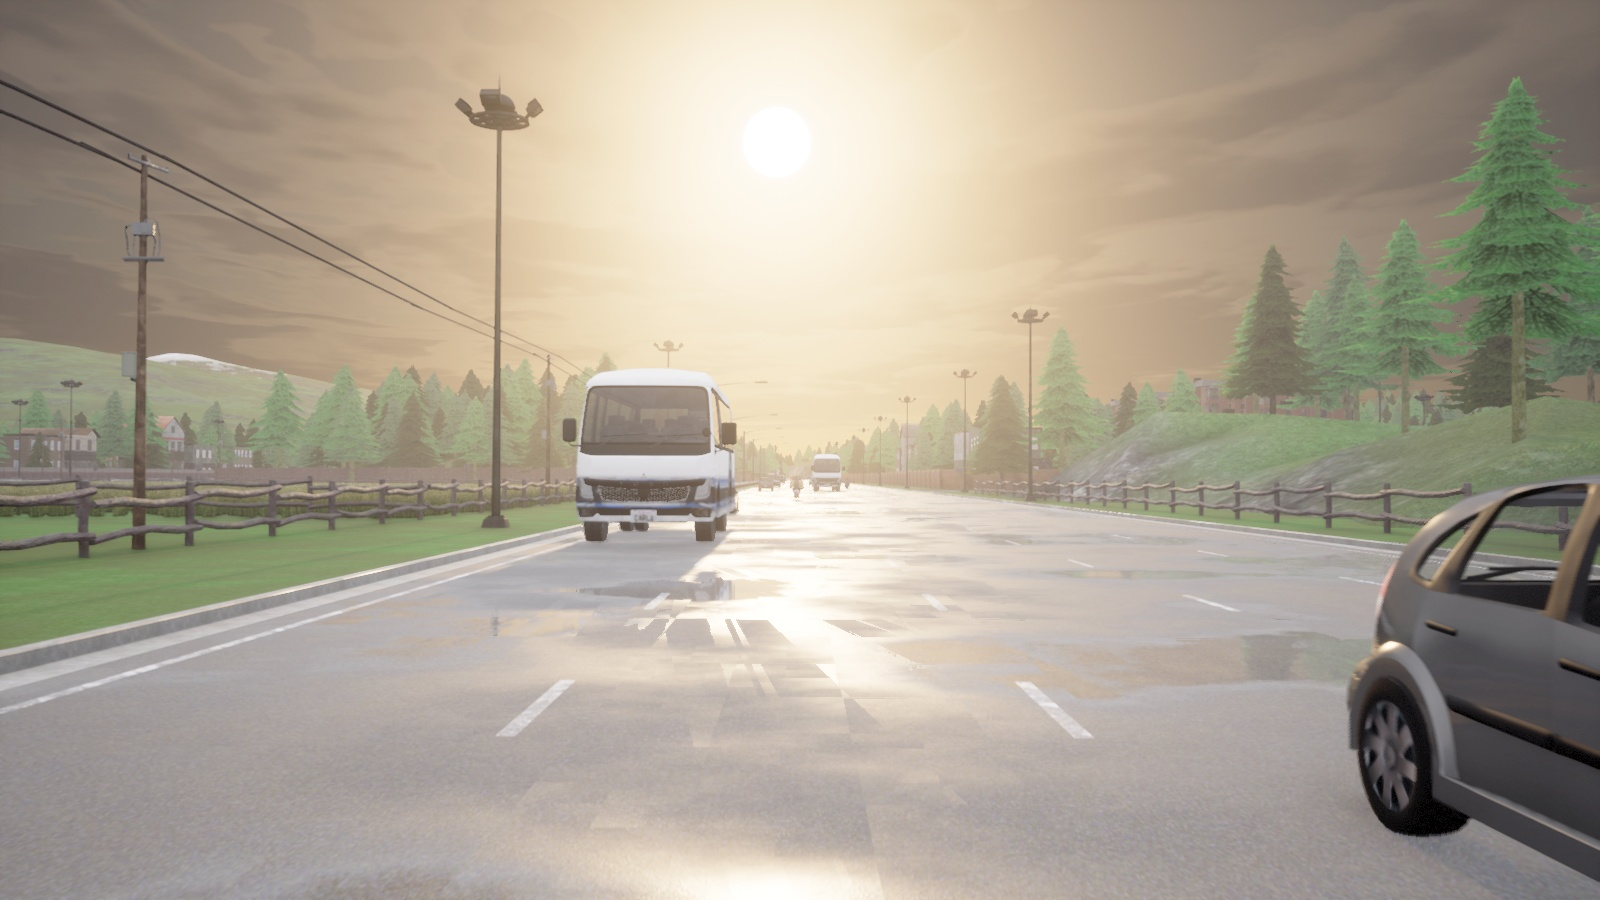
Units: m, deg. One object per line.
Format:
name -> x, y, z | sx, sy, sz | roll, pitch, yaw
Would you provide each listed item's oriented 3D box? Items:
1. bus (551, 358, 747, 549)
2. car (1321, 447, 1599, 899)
bus -> -3.589, 0.182, 33.156 | 3.944, 4.253, 10.273 | 0, -1, 0
car -> 3.489, 0.798, 4.155 | 1.851, 1.617, 3.988 | 0, -1, 0
